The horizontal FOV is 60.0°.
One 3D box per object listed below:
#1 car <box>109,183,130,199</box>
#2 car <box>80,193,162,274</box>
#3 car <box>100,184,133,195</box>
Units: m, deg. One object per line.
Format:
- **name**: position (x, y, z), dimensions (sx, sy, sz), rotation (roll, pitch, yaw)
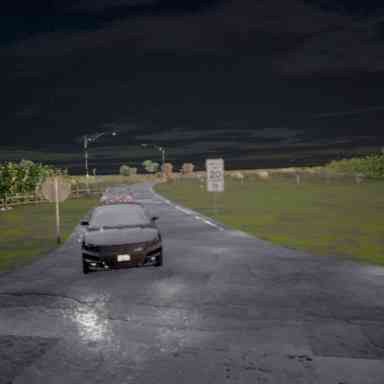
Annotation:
- **car**: position (-8.339, -0.170, 38.769), dimensions (2.128, 1.511, 4.902), rotation (-3, 3, -10)
- **car**: position (-2.080, 1.054, 9.626), dimensions (1.882, 1.535, 5.008), rotation (-3, 3, -14)
- **car**: position (-5.124, 0.383, 22.763), dimensions (2.097, 1.767, 4.553), rotation (-3, 3, -12)
